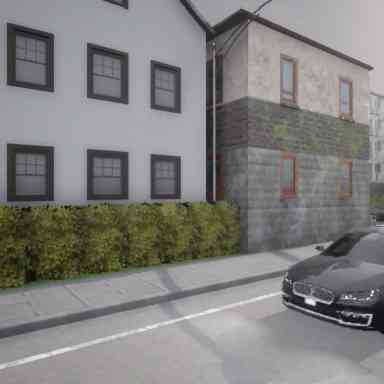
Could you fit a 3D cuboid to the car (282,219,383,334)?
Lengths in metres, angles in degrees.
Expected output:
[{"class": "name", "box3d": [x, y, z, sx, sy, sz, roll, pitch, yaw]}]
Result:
[{"class": "car", "box3d": [3.883, 1.505, 6.712, 4.892, 1.490, 1.837, 0, 0, -35]}]

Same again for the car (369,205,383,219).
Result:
[{"class": "car", "box3d": [14.837, 1.667, 23.673, 2.128, 1.511, 4.902, 0, 0, -36]}]
